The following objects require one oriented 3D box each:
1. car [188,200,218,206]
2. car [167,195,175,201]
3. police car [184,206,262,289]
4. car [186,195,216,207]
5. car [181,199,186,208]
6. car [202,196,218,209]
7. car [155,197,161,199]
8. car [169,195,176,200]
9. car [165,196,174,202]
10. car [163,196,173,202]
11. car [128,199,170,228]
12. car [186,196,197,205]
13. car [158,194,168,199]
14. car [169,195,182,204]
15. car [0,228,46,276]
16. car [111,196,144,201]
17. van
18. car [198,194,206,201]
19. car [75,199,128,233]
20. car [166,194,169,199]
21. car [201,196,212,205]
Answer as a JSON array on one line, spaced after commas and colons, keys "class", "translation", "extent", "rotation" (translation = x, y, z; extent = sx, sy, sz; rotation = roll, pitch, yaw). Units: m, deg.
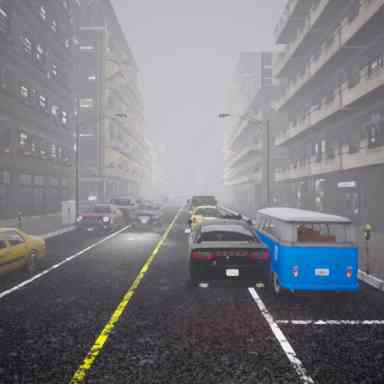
[{"class": "car", "translation": [0.811, 1.458, 19.404], "extent": [1.801, 1.575, 5.366], "rotation": [0, 0, 0]}, {"class": "car", "translation": [-5.373, 1.584, 86.074], "extent": [1.802, 1.307, 4.206], "rotation": [1, 0, 0]}, {"class": "police car", "translation": [0.819, 1.427, 9.323], "extent": [1.930, 1.638, 5.238], "rotation": [0, 0, 0]}, {"class": "car", "translation": [0.806, 1.228, 25.245], "extent": [2.150, 2.045, 5.566], "rotation": [0, 0, 0]}, {"class": "car", "translation": [-0.021, 1.552, 45.789], "extent": [2.033, 1.411, 5.357], "rotation": [0, 0, 0]}, {"class": "car", "translation": [2.539, 1.445, 47.258], "extent": [1.967, 1.590, 4.097], "rotation": [1, 0, 0]}, {"class": "car", "translation": [-5.338, 1.586, 41.682], "extent": [1.802, 1.307, 4.206], "rotation": [1, 0, 0]}, {"class": "car", "translation": [-5.377, 1.583, 91.623], "extent": [1.802, 1.307, 4.206], "rotation": [1, 0, 0]}, {"class": "car", "translation": [-5.368, 1.568, 80.525], "extent": [1.947, 1.339, 4.313], "rotation": [1, 0, 0]}, {"class": "car", "translation": [-5.364, 1.554, 74.976], "extent": [2.008, 1.369, 4.403], "rotation": [1, 0, 0]}, {"class": "car", "translation": [-2.866, 1.494, 22.435], "extent": [2.128, 1.511, 4.902], "rotation": [0, 0, 0]}, {"class": "car", "translation": [-0.045, 1.482, 59.319], "extent": [1.882, 1.535, 5.008], "rotation": [0, 0, 0]}, {"class": "car", "translation": [-5.346, 1.530, 52.610], "extent": [1.752, 1.417, 4.829], "rotation": [1, 0, 0]}, {"class": "car", "translation": [-2.799, 1.529, 63.867], "extent": [1.812, 1.442, 4.674], "rotation": [0, 0, 0]}, {"class": "car", "translation": [-5.311, 1.527, 8.218], "extent": [1.752, 1.417, 4.829], "rotation": [1, 0, 0]}, {"class": "car", "translation": [-5.322, 1.318, 25.035], "extent": [2.192, 1.841, 5.009], "rotation": [1, 0, 0]}, {"class": "van", "translation": [2.571, 1.342, 8.414], "extent": [1.690, 1.788, 3.998], "rotation": [1, 0, 0]}, {"class": "car", "translation": [2.509, 1.442, 86.101], "extent": [1.967, 1.590, 4.097], "rotation": [1, 0, 0]}, {"class": "car", "translation": [-5.319, 1.443, 19.486], "extent": [1.967, 1.590, 4.097], "rotation": [1, 0, 0]}, {"class": "car", "translation": [-5.352, 1.319, 63.878], "extent": [2.192, 1.841, 5.009], "rotation": [1, 0, 0]}, {"class": "car", "translation": [2.530, 1.530, 58.526], "extent": [1.752, 1.417, 4.829], "rotation": [1, 0, 0]}]
